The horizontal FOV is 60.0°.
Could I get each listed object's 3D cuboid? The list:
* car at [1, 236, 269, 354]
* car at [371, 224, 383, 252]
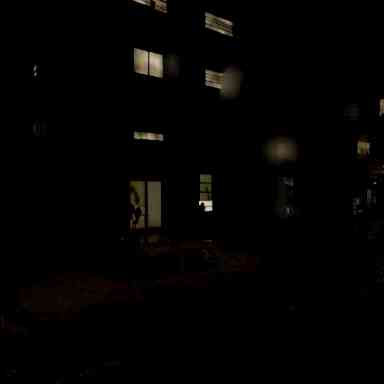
[{"bbox_3d":[-0.686,1.525,6.068,4.829,1.417,1.752,0,0,-35],"label":"car"},{"bbox_3d":[8.461,1.550,12.566,4.403,1.369,2.008,0,0,-35],"label":"car"}]
